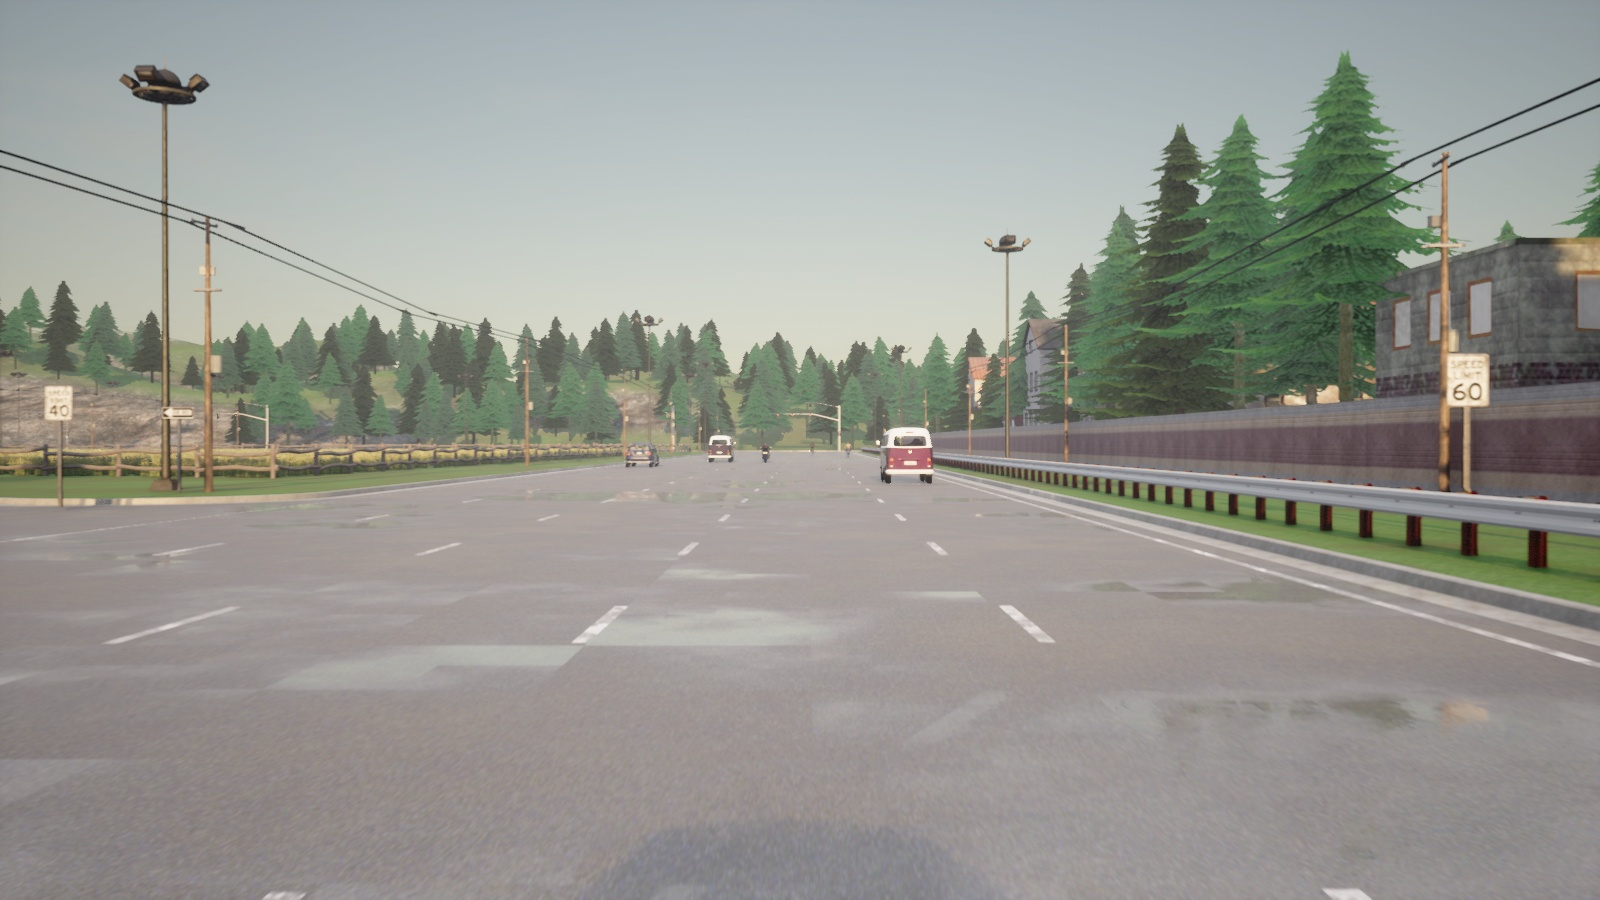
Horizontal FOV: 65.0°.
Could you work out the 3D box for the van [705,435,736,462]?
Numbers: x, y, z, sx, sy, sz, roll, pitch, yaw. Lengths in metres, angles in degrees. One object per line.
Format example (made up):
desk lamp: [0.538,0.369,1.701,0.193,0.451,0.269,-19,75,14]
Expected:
van: [-6.072,-0.093,96.764,2.069,2.038,4.480,0,0,1]

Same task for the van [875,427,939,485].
van: [3.959,0.202,47.119,2.069,2.038,4.480,0,0,1]

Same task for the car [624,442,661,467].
car: [-9.752,0.269,77.771,1.789,1.549,3.705,0,0,1]
